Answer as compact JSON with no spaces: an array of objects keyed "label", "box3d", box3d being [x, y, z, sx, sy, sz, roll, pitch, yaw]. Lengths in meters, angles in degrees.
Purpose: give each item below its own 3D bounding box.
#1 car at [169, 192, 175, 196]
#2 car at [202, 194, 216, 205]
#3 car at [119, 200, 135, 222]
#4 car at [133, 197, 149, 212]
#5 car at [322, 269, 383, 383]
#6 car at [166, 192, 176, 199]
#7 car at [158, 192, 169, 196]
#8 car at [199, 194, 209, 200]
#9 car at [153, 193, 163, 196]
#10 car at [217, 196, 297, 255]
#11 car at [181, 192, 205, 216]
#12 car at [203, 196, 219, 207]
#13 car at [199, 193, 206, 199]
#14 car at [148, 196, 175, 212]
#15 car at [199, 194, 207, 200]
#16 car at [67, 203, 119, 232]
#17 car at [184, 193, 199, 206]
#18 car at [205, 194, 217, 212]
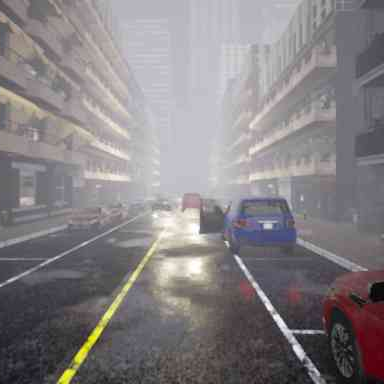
[{"label":"car","box3d":[-5.744,1.093,86.312,2.008,1.369,4.403,-1,0,0]},{"label":"car","box3d":[2.651,1.158,52.675,1.967,1.590,4.097,-1,0,0]},{"label":"car","box3d":[-5.713,1.449,24.690,1.802,1.307,4.206,-1,0,0]},{"label":"car","box3d":[-5.718,1.358,35.895,2.008,1.369,4.403,-1,0,0]},{"label":"car","box3d":[2.675,1.302,2.257,2.192,1.841,5.009,-1,0,0]},{"label":"car","box3d":[-5.750,0.828,91.913,2.192,1.841,5.009,-1,0,0]},{"label":"car","box3d":[-5.733,1.003,58.301,2.192,1.841,5.009,-1,0,0]},{"label":"car","box3d":[2.642,1.166,75.083,1.947,1.339,4.313,-1,0,0]},{"label":"car","box3d":[-5.724,1.298,47.098,2.008,1.369,4.403,-1,0,0]},{"label":"car","box3d":[2.386,1.150,13.122,2.150,2.045,5.566,0,0,0]},{"label":"car","box3d":[0.022,1.032,35.465,2.150,2.045,5.566,0,0,1]},{"label":"car","box3d":[2.656,1.313,47.074,1.947,1.339,4.313,-1,0,0]},{"label":"car","box3d":[2.636,1.067,86.458,1.752,1.417,4.829,-1,0,0]},{"label":"car","box3d":[-3.108,1.376,35.049,1.994,1.385,4.181,0,0,0]},{"label":"car","box3d":[2.639,1.122,80.686,2.008,1.369,4.403,-1,0,0]},{"label":"car","box3d":[-5.710,1.479,19.088,1.802,1.307,4.206,-1,0,0]},{"label":"car","box3d":[-0.006,1.086,49.528,2.097,1.767,4.553,0,0,0]},{"label":"car","box3d":[2.658,1.302,41.642,1.752,1.417,4.829,-1,0,0]}]
